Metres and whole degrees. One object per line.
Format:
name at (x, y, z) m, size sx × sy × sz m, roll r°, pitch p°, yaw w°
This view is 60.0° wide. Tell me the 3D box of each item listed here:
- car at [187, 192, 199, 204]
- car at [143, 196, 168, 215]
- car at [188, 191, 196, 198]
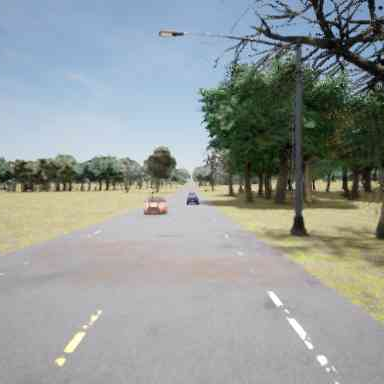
car at (0.099, 1.150, 53.975) m, size 1.882 × 1.535 × 5.008 m, roll 0°, pitch 0°, yaw 0°
car at (-3.568, 1.266, 33.031) m, size 2.097 × 1.767 × 4.553 m, roll 0°, pitch 0°, yaw 0°
car at (-0.005, 0.669, 83.539) m, size 1.882 × 1.535 × 5.008 m, roll 0°, pitch 1°, yaw 0°
